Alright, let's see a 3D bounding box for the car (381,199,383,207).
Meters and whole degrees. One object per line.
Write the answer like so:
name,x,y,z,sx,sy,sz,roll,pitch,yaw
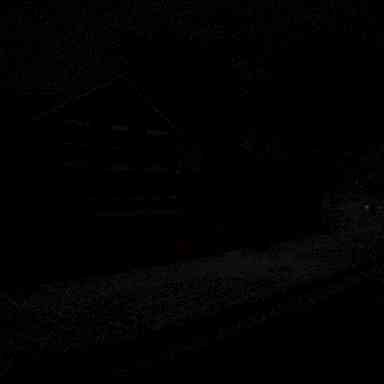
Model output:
car,30.238,1.541,50.446,1.812,1.442,4.674,0,0,11
